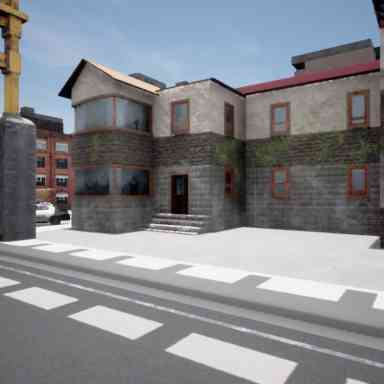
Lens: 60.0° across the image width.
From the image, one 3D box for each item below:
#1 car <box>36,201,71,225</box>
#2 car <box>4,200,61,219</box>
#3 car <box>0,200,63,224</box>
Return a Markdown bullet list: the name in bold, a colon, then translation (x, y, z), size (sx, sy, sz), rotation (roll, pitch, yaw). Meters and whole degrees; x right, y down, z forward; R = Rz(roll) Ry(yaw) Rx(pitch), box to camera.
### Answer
- **car**: translation (-10.700, 1.295, 22.028), size (4.536, 1.218, 1.853), rotation (0, 0, -25)
- **car**: translation (-12.072, 1.295, 25.544), size (1.853, 1.218, 4.536), rotation (0, 0, 5)
- **car**: translation (-12.077, 1.453, 25.492), size (2.038, 1.542, 4.974), rotation (0, 0, 5)
